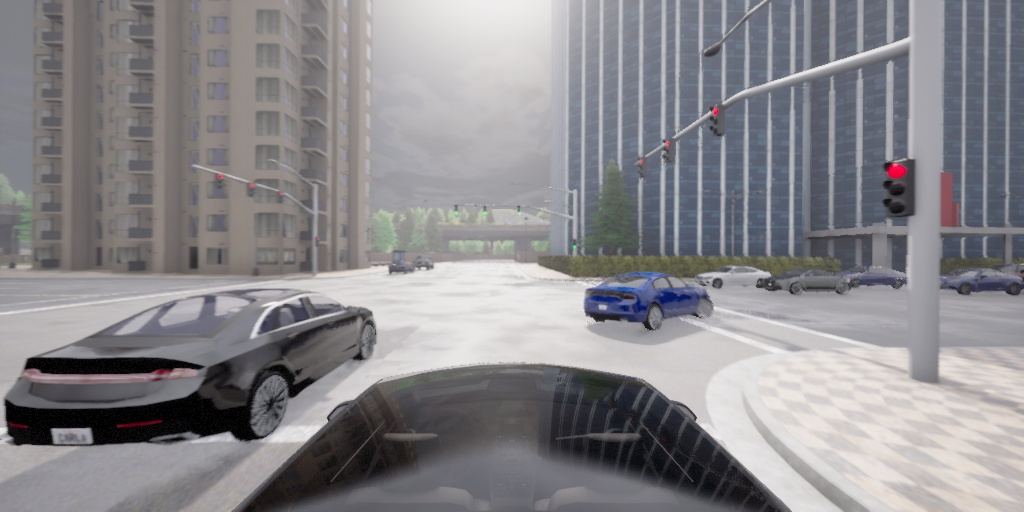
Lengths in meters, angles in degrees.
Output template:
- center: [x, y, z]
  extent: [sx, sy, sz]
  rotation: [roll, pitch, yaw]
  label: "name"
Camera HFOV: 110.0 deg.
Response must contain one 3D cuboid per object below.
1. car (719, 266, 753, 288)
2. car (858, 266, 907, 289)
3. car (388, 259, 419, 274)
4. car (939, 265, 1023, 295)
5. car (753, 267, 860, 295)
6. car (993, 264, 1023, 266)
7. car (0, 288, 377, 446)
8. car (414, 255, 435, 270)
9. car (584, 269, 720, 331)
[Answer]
- center: [14.491, 1.355, 23.554]
  extent: [4.674, 1.442, 1.812]
  rotation: [0, 0, -2]
  label: "car"
- center: [23.567, 1.415, 23.921]
  extent: [4.674, 1.442, 1.812]
  rotation: [0, 0, -2]
  label: "car"
- center: [-11.785, 1.247, 38.518]
  extent: [1.895, 1.301, 4.718]
  rotation: [0, 0, -2]
  label: "car"
- center: [26.310, 1.435, 20.526]
  extent: [4.674, 1.442, 1.812]
  rotation: [0, 0, -2]
  label: "car"
- center: [16.398, 1.408, 20.129]
  extent: [4.181, 1.385, 1.994]
  rotation: [0, 0, -2]
  label: "car"
- center: [33.645, 1.307, 24.324]
  extent: [4.553, 1.767, 2.097]
  rotation: [0, 0, -2]
  label: "car"
- center: [-3.570, 1.216, 5.278]
  extent: [2.128, 1.511, 4.902]
  rotation: [0, 0, -2]
  label: "car"
- center: [-12.072, 0.857, 49.188]
  extent: [2.150, 2.045, 5.566]
  rotation: [0, 0, -2]
  label: "car"
- center: [4.389, 1.250, 11.289]
  extent: [5.008, 1.535, 1.882]
  rotation: [0, -2, -39]
  label: "car"
